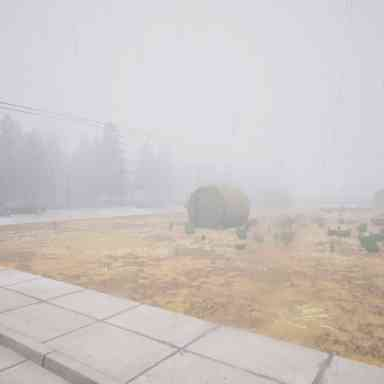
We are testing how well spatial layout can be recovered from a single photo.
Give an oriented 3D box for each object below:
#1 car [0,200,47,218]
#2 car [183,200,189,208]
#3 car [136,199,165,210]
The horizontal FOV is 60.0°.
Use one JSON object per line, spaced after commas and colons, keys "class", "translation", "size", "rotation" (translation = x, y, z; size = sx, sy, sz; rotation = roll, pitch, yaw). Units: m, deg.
{"class": "car", "translation": [-15.903, 1.518, 30.602], "size": [2.128, 1.511, 4.902], "rotation": [0, 0, 37]}
{"class": "car", "translation": [0.621, 1.590, 46.676], "size": [1.994, 1.385, 4.181], "rotation": [0, 0, 37]}
{"class": "car", "translation": [-5.554, 1.591, 44.543], "size": [1.994, 1.385, 4.181], "rotation": [0, 0, 37]}
